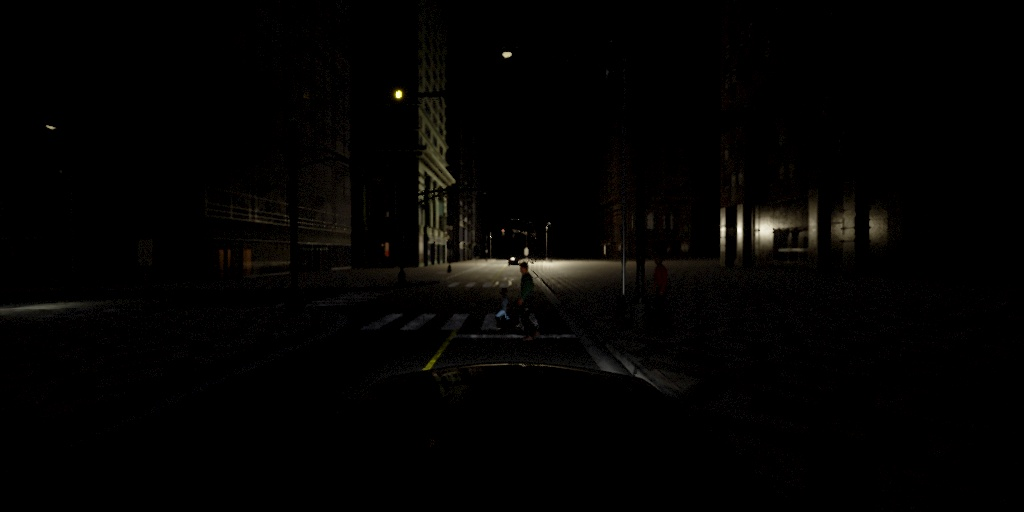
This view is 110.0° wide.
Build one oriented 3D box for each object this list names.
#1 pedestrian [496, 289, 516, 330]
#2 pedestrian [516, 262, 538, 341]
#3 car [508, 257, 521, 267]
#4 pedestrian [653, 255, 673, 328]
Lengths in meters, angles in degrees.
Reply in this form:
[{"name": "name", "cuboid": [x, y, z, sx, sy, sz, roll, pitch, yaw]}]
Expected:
[{"name": "pedestrian", "cuboid": [-0.154, 0.978, 9.441, 0.375, 1.860, 0.375, 0, 0, 0]}, {"name": "pedestrian", "cuboid": [0.339, 0.988, 8.204, 0.375, 1.860, 0.375, 0, 0, 0]}, {"name": "car", "cuboid": [0.342, 0.874, 54.663, 1.994, 1.385, 4.181, 0, 0, 0]}, {"name": "pedestrian", "cuboid": [3.637, 0.832, 8.780, 0.375, 1.860, 0.375, 0, 0, 0]}]
